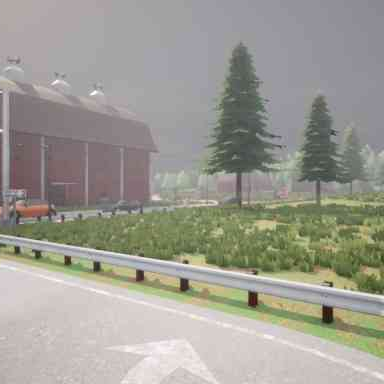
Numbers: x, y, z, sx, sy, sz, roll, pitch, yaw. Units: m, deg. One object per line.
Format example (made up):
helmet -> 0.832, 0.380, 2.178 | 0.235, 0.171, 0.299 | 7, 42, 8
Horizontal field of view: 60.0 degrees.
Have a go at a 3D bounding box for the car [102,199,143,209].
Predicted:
car -> -7.354, 1.528, 35.411 | 1.837, 1.490, 4.892 | 0, 1, 37

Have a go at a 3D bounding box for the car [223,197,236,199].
car -> 5.897, 1.532, 53.207 | 1.837, 1.490, 4.892 | 0, 0, 37

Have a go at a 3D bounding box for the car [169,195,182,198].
car -> -4.305, 1.532, 85.492 | 1.816, 1.474, 4.193 | 0, 0, 36

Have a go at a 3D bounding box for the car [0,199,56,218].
car -> -13.522, 1.379, 27.081 | 2.097, 1.767, 4.553 | 0, 0, 37
